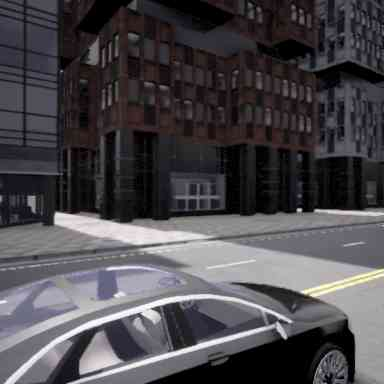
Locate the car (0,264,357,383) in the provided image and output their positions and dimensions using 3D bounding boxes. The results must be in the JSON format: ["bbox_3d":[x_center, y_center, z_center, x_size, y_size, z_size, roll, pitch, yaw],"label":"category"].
[{"bbox_3d":[-0.333,1.496,3.201,4.902,1.511,2.128,0,0,-36],"label":"car"}]
